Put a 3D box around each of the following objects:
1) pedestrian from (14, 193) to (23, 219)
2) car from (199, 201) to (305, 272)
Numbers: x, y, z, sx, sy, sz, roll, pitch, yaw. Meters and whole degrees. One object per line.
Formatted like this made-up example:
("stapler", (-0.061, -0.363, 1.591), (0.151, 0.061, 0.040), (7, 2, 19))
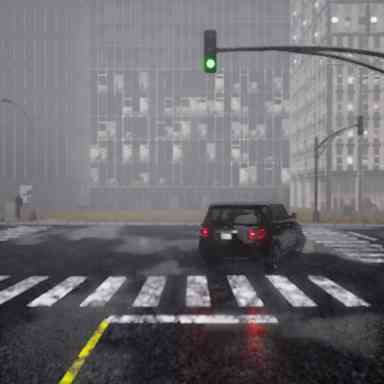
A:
("pedestrian", (-12.393, 0.970, 23.684), (0.375, 1.860, 0.375), (0, 0, 0))
("car", (2.237, 1.311, 11.447), (2.150, 2.045, 5.566), (-1, -1, 29))
